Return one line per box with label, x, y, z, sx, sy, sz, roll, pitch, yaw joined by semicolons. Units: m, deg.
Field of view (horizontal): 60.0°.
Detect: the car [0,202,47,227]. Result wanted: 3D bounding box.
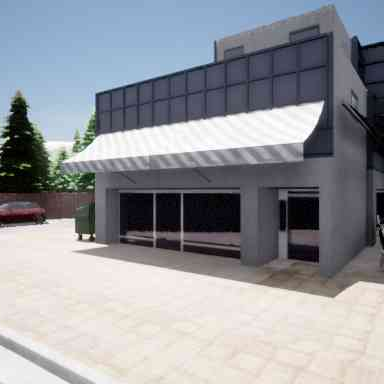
car;-13.008;1.535;23.921;2.097;1.767;4.553;0;0;36
